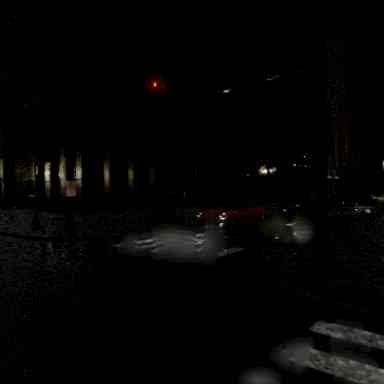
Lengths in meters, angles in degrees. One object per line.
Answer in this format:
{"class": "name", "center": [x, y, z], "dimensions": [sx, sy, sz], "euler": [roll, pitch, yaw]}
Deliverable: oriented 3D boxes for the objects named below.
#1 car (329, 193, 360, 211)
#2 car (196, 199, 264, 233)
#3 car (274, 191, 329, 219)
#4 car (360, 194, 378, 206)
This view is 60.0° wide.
{"class": "car", "center": [14.964, 0.922, 33.584], "dimensions": [2.097, 1.767, 4.553], "euler": [-1, 0, 41]}
{"class": "car", "center": [2.230, 1.225, 18.975], "dimensions": [2.097, 1.767, 4.553], "euler": [-1, 0, 41]}
{"class": "car", "center": [8.542, 0.944, 26.239], "dimensions": [2.150, 2.045, 5.566], "euler": [-1, 0, 41]}
{"class": "car", "center": [21.420, 0.982, 40.946], "dimensions": [1.994, 1.385, 4.181], "euler": [-1, 0, 42]}
